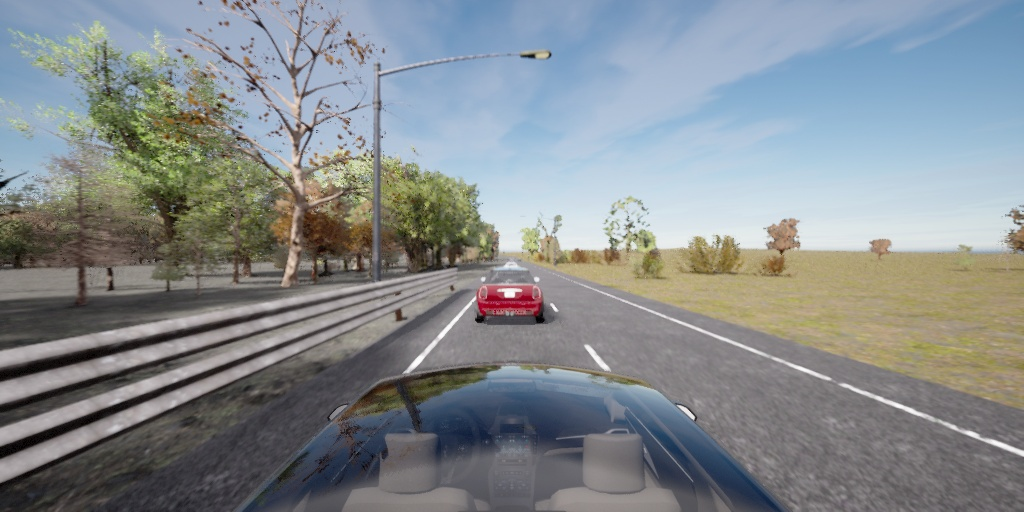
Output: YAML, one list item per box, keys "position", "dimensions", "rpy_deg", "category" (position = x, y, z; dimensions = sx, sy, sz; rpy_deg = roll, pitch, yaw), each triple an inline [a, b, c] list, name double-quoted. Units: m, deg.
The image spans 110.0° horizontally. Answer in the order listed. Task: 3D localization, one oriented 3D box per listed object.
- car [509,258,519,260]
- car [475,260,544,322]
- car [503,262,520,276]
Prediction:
- position: [-0.076, 1.593, 64.859]
  dimensions: [1.812, 1.442, 4.674]
  rpy_deg: [0, 0, 0]
  category: "car"
- position: [-0.066, 1.163, 12.674]
  dimensions: [2.097, 1.767, 4.553]
  rpy_deg: [0, 0, 0]
  category: "car"
- position: [-0.072, 1.486, 41.651]
  dimensions: [1.812, 1.442, 4.674]
  rpy_deg: [0, 0, 0]
  category: "car"
